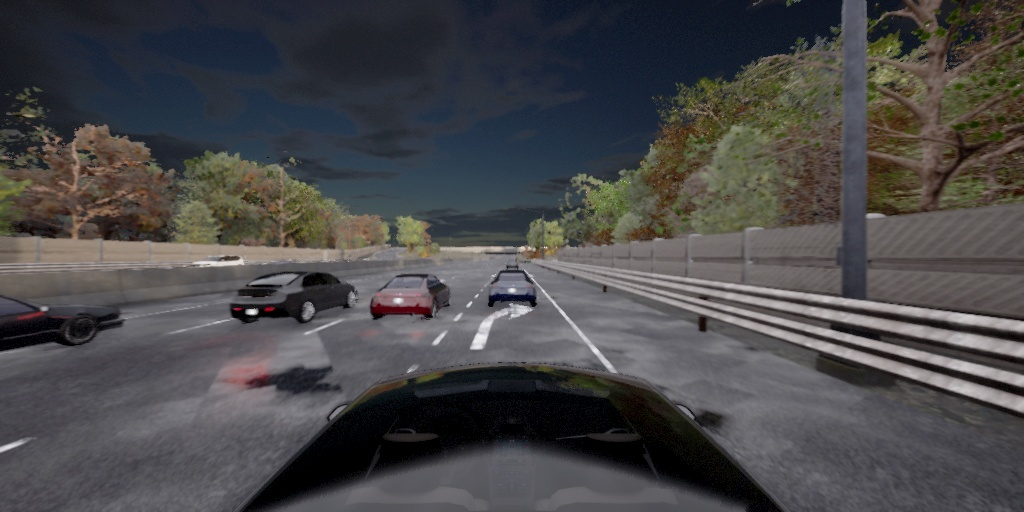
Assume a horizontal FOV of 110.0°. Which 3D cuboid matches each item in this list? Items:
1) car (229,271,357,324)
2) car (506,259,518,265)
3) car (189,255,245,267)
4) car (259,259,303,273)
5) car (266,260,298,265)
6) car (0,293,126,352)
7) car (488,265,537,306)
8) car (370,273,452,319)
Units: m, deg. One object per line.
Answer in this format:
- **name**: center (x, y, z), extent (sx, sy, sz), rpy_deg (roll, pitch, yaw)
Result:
- **car**: center (-6.894, 1.232, 11.933), extent (1.837, 1.490, 4.892), rpy_deg (0, 0, 0)
- **car**: center (0.043, 1.277, 58.390), extent (1.994, 1.385, 4.181), rpy_deg (0, 0, 0)
- **car**: center (-31.528, 0.910, 38.575), extent (2.150, 2.045, 5.566), rpy_deg (0, 0, 1)
- **car**: center (-28.023, 1.183, 43.721), extent (2.128, 1.511, 4.902), rpy_deg (0, 0, 0)
- **car**: center (-24.535, 1.257, 39.011), extent (1.994, 1.385, 4.181), rpy_deg (0, 0, 0)
- **car**: center (-10.398, 1.284, 6.260), extent (2.033, 1.411, 5.357), rpy_deg (0, 0, 0)
- **car**: center (0.009, 1.288, 15.741), extent (1.994, 1.385, 4.181), rpy_deg (0, 0, 0)
- **car**: center (-3.389, 1.292, 12.702), extent (1.994, 1.385, 4.181), rpy_deg (0, 0, 0)
